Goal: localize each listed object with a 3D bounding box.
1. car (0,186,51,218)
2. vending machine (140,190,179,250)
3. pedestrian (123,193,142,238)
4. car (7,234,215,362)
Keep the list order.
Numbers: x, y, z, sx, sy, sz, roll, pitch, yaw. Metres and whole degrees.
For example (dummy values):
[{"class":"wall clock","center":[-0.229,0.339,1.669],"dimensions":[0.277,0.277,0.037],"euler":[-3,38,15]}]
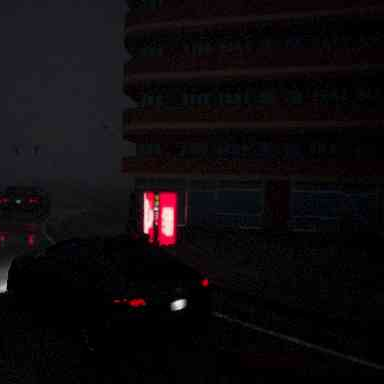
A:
[{"class":"car","center":[-11.134,0.608,22.668],"dimensions":[2.150,2.045,5.566],"euler":[1,1,-14]},{"class":"vending machine","center":[-1.193,0.984,12.303],"dimensions":[1.100,2.100,0.880],"euler":[1,1,-37]},{"class":"pedestrian","center":[-2.273,0.898,12.635],"dimensions":[0.375,1.860,0.375],"euler":[1,1,-36]},{"class":"car","center":[-1.627,1.439,5.874],"dimensions":[4.181,1.385,1.994],"euler":[2,1,43]}]
